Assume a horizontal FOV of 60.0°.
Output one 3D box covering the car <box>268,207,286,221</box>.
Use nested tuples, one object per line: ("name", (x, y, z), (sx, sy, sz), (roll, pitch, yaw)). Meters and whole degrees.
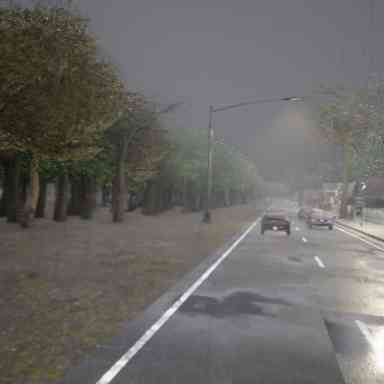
("car", (9.962, 2.512, 39.159), (1.895, 1.301, 4.718), (2, -1, 14))

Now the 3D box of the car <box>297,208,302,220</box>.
("car", (13.592, 2.595, 39.475), (2.033, 1.411, 5.357), (2, -1, 15))

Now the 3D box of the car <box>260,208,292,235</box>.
("car", (5.780, 2.035, 22.955), (1.837, 1.490, 4.892), (2, -1, 15))

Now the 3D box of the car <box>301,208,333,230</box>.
("car", (10.723, 2.333, 28.235), (2.033, 1.411, 5.357), (2, -1, 15))
